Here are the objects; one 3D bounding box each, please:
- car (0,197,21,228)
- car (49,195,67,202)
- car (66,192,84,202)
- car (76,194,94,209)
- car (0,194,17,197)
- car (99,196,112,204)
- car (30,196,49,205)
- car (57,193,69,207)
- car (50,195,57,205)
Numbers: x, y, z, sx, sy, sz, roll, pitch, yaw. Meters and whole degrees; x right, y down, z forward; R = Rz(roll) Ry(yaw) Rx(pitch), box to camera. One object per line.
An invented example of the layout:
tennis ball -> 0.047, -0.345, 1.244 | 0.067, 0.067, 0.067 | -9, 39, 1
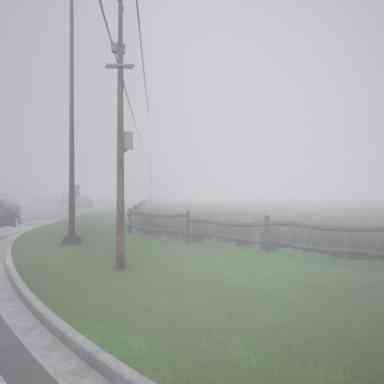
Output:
car -> -11.922, 1.346, 19.509 | 2.097, 1.767, 4.553 | 0, 0, -6
car -> -27.693, 1.356, 68.685 | 2.033, 1.411, 5.357 | 0, 0, -6
car -> -24.215, 1.042, 69.076 | 2.150, 2.045, 5.566 | 0, 0, -6
car -> -14.539, 1.343, 44.673 | 2.097, 1.767, 4.553 | 0, 0, -6
car -> -16.345, 1.345, 28.210 | 2.097, 1.767, 4.553 | 0, 0, -6
car -> -16.534, 1.534, 63.872 | 2.033, 1.411, 5.357 | 0, 0, -6
car -> -26.615, 1.463, 58.321 | 1.882, 1.535, 5.008 | 0, 0, -6
car -> -18.807, 1.210, 51.889 | 2.150, 2.045, 5.566 | 0, 0, -6
car -> -23.134, 1.491, 58.683 | 1.837, 1.490, 4.892 | 0, 0, -6
